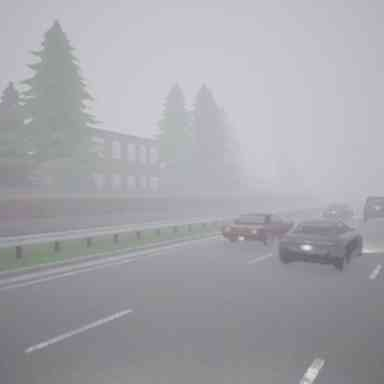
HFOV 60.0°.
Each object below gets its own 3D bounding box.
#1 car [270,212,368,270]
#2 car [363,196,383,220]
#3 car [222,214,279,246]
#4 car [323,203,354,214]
[{"bbox_3d":[4.520,1.617,11.441,1.994,1.385,4.181,0,0,35],"label":"car"},{"bbox_3d":[15.225,1.342,26.741,2.150,2.045,5.566,0,0,35],"label":"car"},{"bbox_3d":[3.343,1.676,15.842,1.895,1.301,4.718,0,0,35],"label":"car"},{"bbox_3d":[13.185,1.702,29.930,1.994,1.385,4.181,0,0,35],"label":"car"}]
